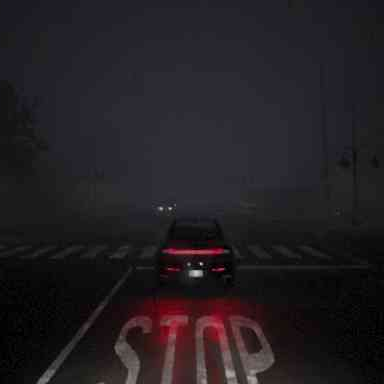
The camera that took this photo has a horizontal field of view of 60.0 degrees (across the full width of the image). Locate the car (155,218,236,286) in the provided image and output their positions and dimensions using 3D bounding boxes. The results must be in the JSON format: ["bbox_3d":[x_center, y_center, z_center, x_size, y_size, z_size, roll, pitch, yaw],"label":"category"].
[{"bbox_3d":[0.083,1.468,9.313,2.128,1.511,4.902,0,0,0],"label":"car"}]

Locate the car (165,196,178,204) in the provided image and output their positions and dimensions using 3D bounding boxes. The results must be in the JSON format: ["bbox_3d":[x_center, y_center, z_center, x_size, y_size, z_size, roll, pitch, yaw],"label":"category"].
[{"bbox_3d":[-3.563,1.399,59.537,2.033,1.411,5.357,0,0,0],"label":"car"}]

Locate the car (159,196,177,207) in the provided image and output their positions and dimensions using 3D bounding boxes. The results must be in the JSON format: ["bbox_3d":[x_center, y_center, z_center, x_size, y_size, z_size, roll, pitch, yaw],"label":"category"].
[{"bbox_3d":[-3.576,1.428,48.136,2.033,1.411,5.357,0,0,1],"label":"car"}]

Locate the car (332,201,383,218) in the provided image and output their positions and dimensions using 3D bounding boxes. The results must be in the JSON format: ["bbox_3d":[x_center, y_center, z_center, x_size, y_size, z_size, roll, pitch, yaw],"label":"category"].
[{"bbox_3d":[14.110,1.396,27.007,4.718,1.301,1.895,0,0,1],"label":"car"}]
